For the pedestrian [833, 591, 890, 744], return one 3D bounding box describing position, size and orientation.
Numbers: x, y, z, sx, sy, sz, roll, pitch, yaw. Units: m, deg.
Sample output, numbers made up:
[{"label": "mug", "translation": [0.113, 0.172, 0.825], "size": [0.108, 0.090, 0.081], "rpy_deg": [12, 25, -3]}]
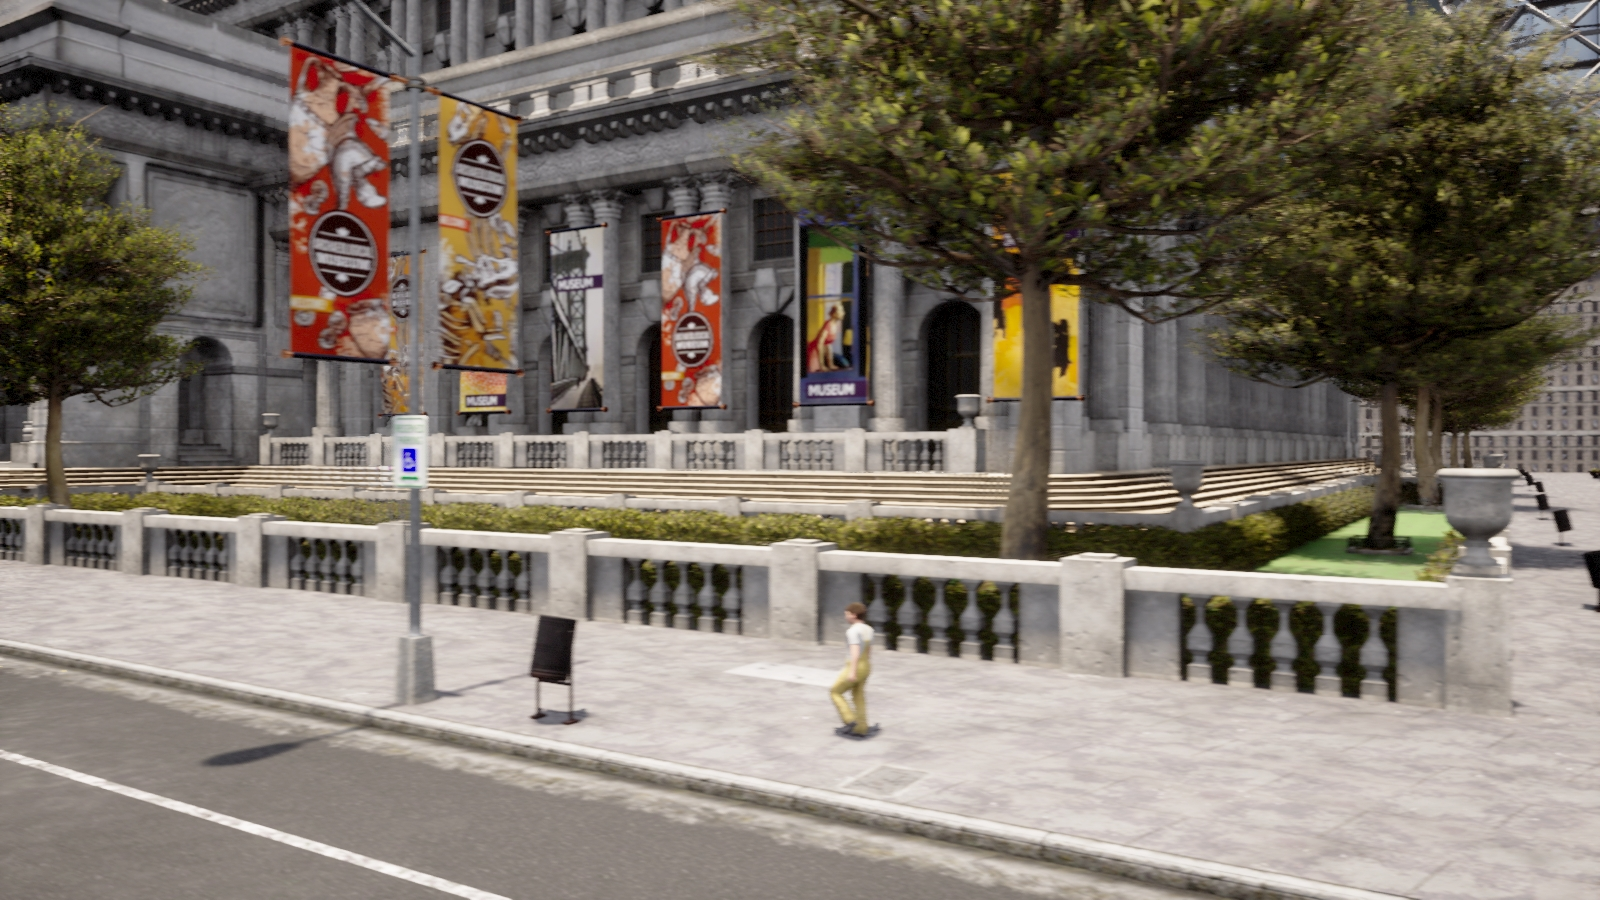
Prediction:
[{"label": "pedestrian", "translation": [0.568, 1.972, 10.465], "size": [0.375, 1.300, 0.375], "rpy_deg": [0, 0, 37]}]
